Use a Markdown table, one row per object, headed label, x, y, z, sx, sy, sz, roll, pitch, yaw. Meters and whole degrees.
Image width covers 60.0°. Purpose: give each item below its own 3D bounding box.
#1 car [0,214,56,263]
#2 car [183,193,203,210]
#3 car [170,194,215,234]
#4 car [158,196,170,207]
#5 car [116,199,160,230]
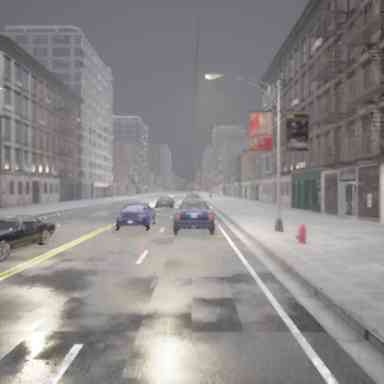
| label | x | y | z | sx | sy | sz | roll | pitch | yaw |
| --- | --- | --- | --- | --- | --- | --- | --- | --- | --- |
| car | -6.597 | 1.479 | 11.636 | 1.895 | 1.301 | 4.718 | 0 | 1 | 0 |
| car | 0.096 | 0.968 | 36.986 | 2.097 | 1.767 | 4.553 | 0 | 0 | 0 |
| car | 0.101 | 1.162 | 18.123 | 2.097 | 1.767 | 4.553 | 0 | 1 | 0 |
| car | -3.148 | 1.150 | 39.975 | 1.994 | 1.385 | 4.181 | 0 | 1 | 0 |
| car | -3.150 | 1.325 | 19.242 | 1.812 | 1.442 | 4.674 | 0 | 1 | 0 |
